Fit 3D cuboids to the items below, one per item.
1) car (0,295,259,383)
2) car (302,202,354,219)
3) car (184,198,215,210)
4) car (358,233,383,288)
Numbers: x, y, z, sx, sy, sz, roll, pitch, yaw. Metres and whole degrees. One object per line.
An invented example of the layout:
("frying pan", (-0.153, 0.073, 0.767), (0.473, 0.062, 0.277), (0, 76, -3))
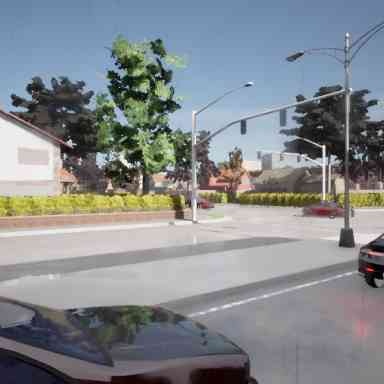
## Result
("car", (-1.984, 1.547, 2.333), (5.357, 1.411, 2.033), (0, 0, -35))
("car", (11.884, 1.564, 29.197), (1.994, 1.385, 4.181), (0, 0, -43))
("car", (0.895, 1.477, 43.115), (1.882, 1.535, 5.008), (0, 0, -36))
("car", (5.935, 1.491, 8.018), (4.902, 1.511, 2.128), (0, 0, -35))
